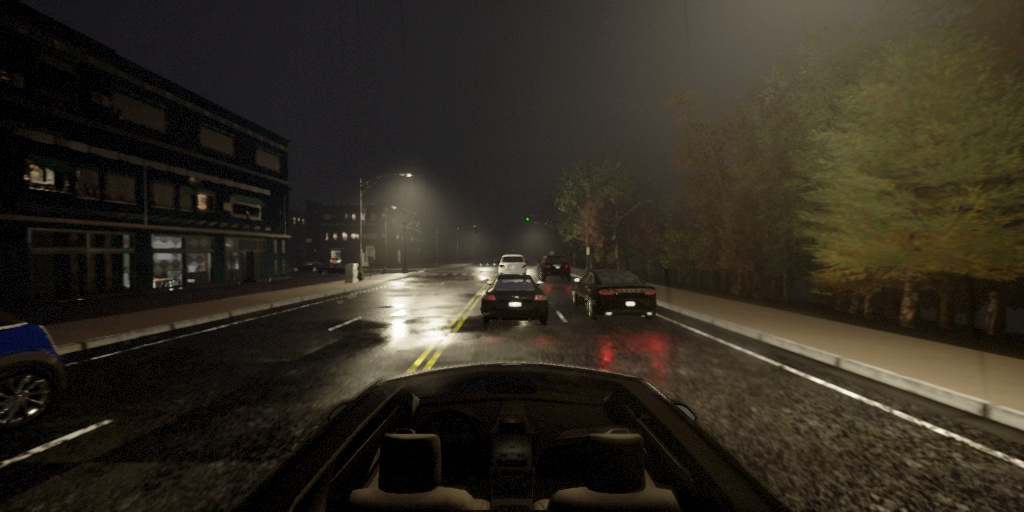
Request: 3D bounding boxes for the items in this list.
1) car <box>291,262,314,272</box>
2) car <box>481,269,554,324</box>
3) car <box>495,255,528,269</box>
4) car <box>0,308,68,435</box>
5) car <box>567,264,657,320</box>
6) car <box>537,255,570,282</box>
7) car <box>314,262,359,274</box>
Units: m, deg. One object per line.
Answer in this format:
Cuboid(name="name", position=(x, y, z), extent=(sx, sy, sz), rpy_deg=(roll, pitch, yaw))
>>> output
Cuboid(name="car", position=(-28.362, 1.475, 50.053), extent=(4.403, 1.370, 2.007), rpy_deg=(0, 0, 0))
Cuboid(name="car", position=(0.084, 1.293, 11.848), extent=(1.994, 1.385, 4.181), rpy_deg=(0, 0, 0))
Cuboid(name="car", position=(0.056, 0.916, 28.640), extent=(2.150, 2.045, 5.566), rpy_deg=(0, 0, 0))
Cuboid(name="car", position=(-6.601, 1.102, 2.441), extent=(2.097, 1.767, 4.553), rpy_deg=(0, 0, 0))
Cuboid(name="car", position=(3.336, 1.204, 12.548), extent=(1.882, 1.535, 5.008), rpy_deg=(0, 0, 0))
Cuboid(name="car", position=(3.306, 0.915, 28.617), extent=(2.150, 2.045, 5.566), rpy_deg=(0, 0, 0))
Cuboid(name="car", position=(-20.014, 1.493, 41.555), extent=(4.313, 1.339, 1.948), rpy_deg=(0, 0, 0))
